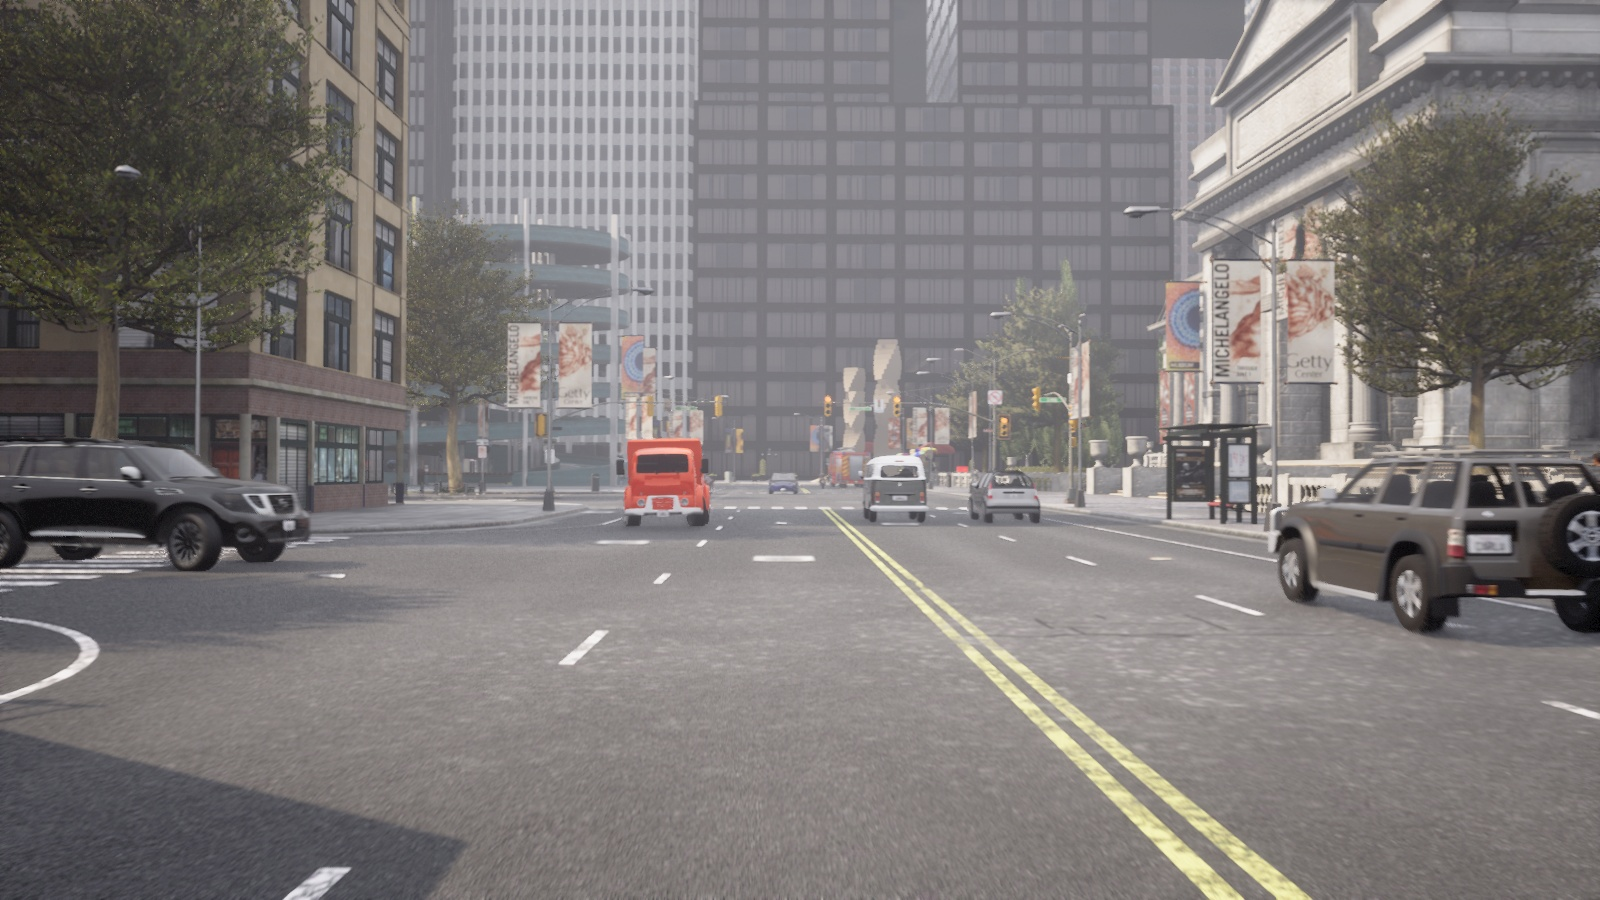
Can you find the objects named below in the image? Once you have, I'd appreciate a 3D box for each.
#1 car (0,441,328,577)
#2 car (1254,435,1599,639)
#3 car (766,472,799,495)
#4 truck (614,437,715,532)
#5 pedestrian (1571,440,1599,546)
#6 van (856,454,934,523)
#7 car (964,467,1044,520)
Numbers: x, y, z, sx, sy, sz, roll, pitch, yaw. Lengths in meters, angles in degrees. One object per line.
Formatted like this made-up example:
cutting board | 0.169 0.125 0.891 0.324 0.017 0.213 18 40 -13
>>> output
car | -10.787 0.921 20.283 5.566 2.045 2.150 0 -1 7
car | 6.820 0.832 13.767 1.932 1.855 4.605 0 -1 -1
car | -1.155 2.239 84.774 2.163 1.488 4.792 0 -1 -1
truck | -3.863 0.951 36.279 2.627 2.467 5.204 -1 -1 -5
pedestrian | 14.883 0.798 23.432 0.423 1.949 0.788 0 -1 -6
van | 2.959 1.194 39.966 2.069 2.038 4.480 0 -1 -1
car | 6.457 1.358 40.197 1.851 1.617 3.988 0 -1 -1
